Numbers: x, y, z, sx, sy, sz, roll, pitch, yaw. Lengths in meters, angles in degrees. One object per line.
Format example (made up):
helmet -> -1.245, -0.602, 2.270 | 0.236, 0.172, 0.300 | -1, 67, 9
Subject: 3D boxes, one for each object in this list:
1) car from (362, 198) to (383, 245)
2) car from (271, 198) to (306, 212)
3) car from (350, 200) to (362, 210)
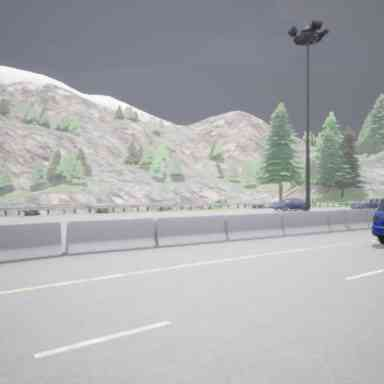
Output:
car -> 9.948, 1.204, 13.902 | 5.566, 2.045, 2.150 | 0, 0, -29
car -> 11.380, 1.458, 38.385 | 4.674, 1.442, 1.812 | 0, 0, -25
car -> 20.505, 1.470, 38.536 | 4.674, 1.442, 1.812 | 0, 0, -22
